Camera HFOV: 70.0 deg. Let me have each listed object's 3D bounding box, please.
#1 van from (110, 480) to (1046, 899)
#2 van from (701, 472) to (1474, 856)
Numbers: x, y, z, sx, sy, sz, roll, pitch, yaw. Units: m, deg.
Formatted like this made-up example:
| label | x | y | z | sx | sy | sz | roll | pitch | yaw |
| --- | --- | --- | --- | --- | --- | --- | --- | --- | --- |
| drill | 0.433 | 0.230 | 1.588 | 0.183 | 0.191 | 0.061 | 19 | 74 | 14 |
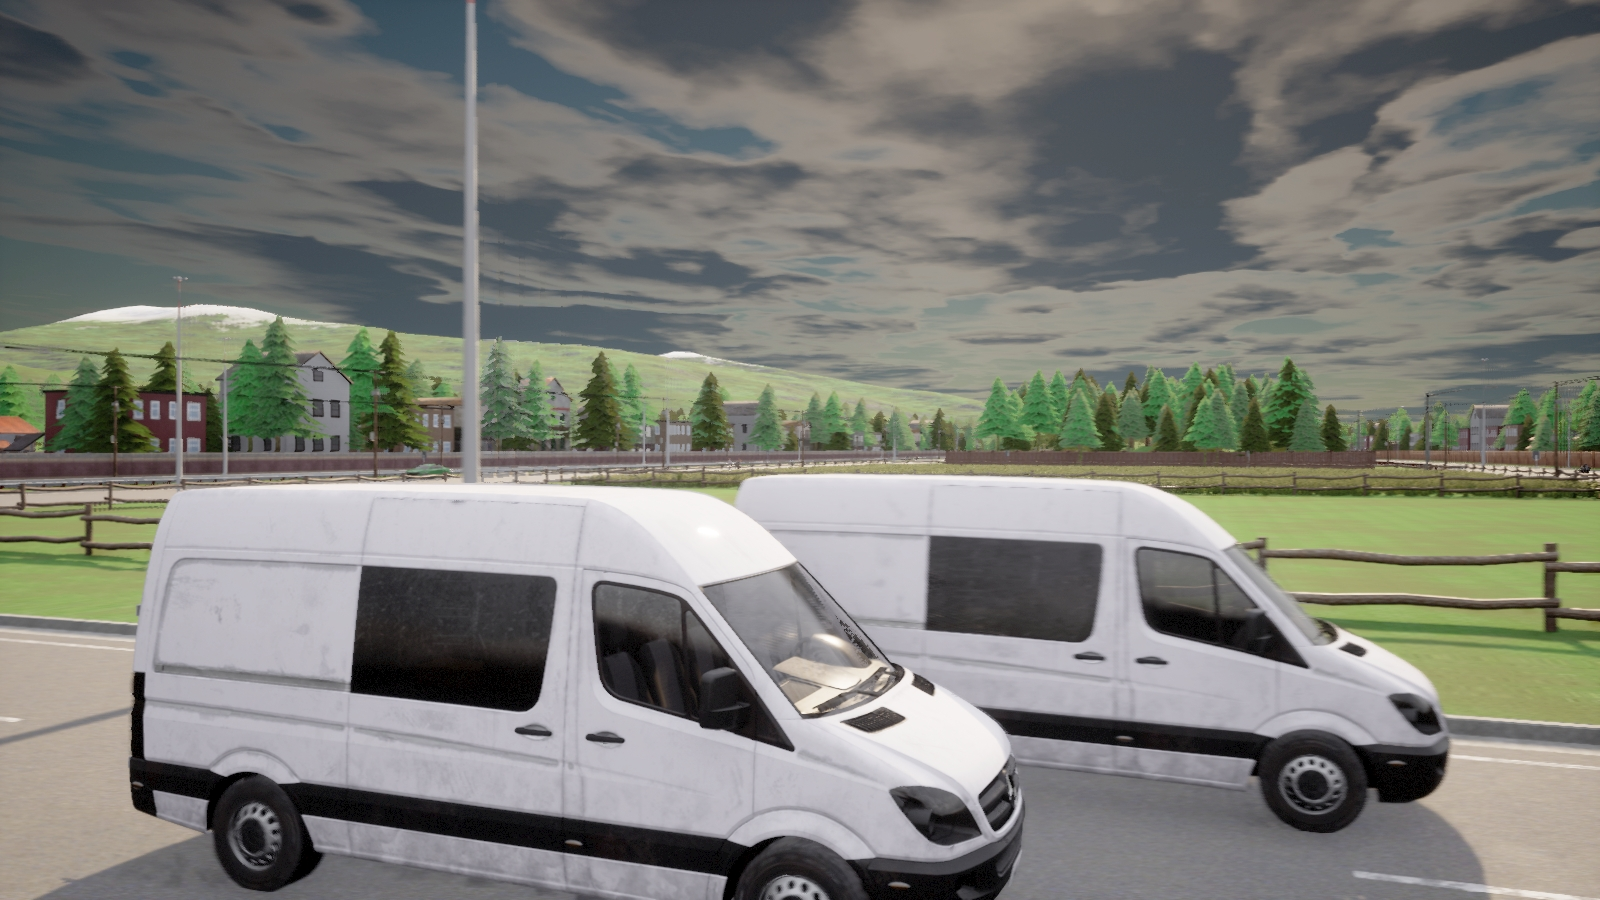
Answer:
| label | x | y | z | sx | sy | sz | roll | pitch | yaw |
| --- | --- | --- | --- | --- | --- | --- | --- | --- | --- |
| van | -1.505 | 1.534 | 7.583 | 5.915 | 2.561 | 1.988 | 0 | 0 | 20 |
| van | 2.265 | 1.532 | 9.937 | 5.915 | 2.561 | 1.988 | 1 | 0 | 20 |
